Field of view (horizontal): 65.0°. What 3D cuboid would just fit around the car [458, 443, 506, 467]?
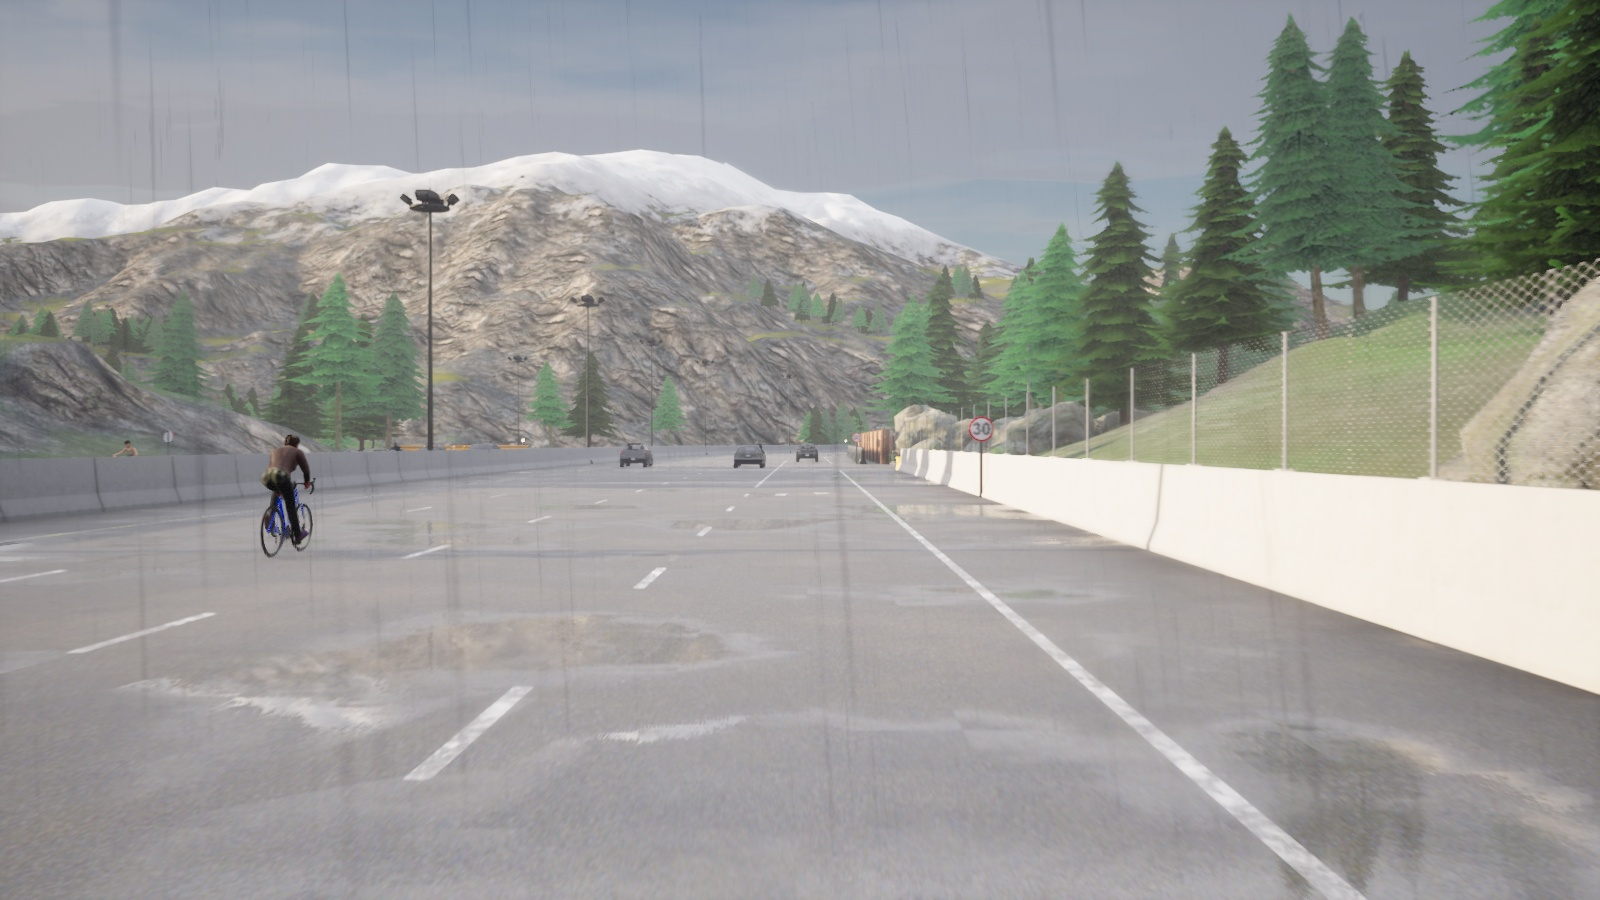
[{"bbox_3d":[-20.524,0.277,81.148,1.837,1.490,4.892,0,0,0],"label":"car"}]

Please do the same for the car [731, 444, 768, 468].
[{"bbox_3d":[-3.050,0.360,76.472,2.033,1.411,5.357,0,0,0],"label":"car"}]

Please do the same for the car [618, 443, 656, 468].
[{"bbox_3d":[-10.044,0.316,77.574,1.845,1.501,3.633,0,1,0],"label":"car"}]

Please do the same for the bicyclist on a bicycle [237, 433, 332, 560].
[{"bbox_3d":[-6.889,0.599,16.858,0.582,1.620,1.656,0,0,0],"label":"bicyclist on a bicycle"}]
